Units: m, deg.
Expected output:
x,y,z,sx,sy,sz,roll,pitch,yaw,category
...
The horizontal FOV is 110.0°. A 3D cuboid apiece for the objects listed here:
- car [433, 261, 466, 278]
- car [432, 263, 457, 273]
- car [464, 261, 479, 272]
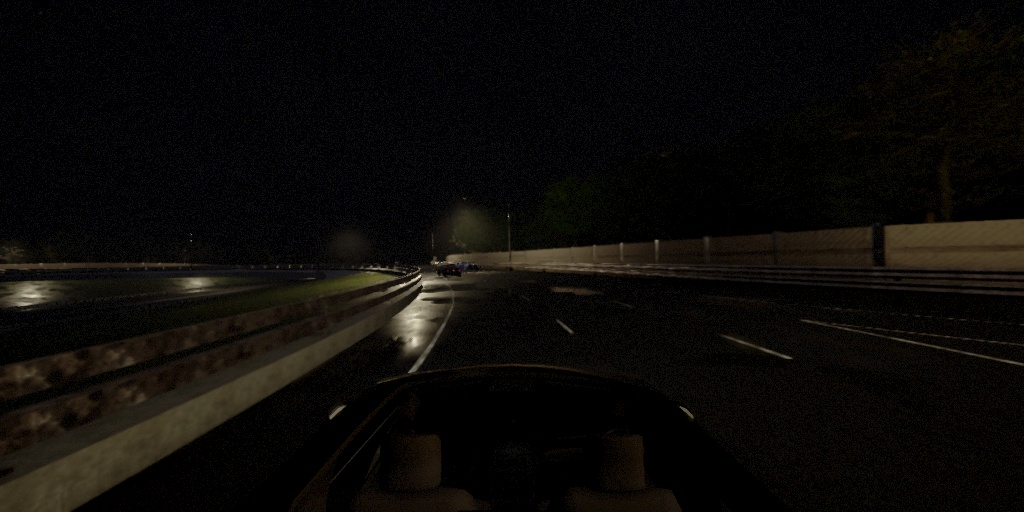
x,y,z,sx,sy,sz,roll,pitch,yaw,category
-7.102,1.623,40.125,2.033,1.411,5.357,-1,0,-23,car
-10.451,1.760,55.176,2.033,1.411,5.357,-1,0,-31,car
-6.899,1.502,55.638,2.097,1.767,4.553,-1,0,-29,car
